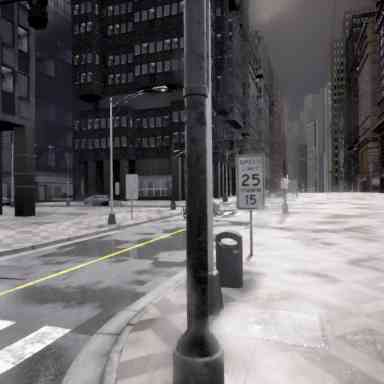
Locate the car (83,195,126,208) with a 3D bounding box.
[{"bbox_3d":[-9.836,1.078,37.403,4.902,1.511,2.128,-1,0,19],"label":"car"}]

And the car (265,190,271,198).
[{"bbox_3d":[14.684,0.429,66.601,2.128,1.511,4.902,-1,1,19],"label":"car"}]

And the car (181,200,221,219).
[{"bbox_3d":[0.767,1.234,25.013,1.895,1.301,4.718,-1,1,18],"label":"car"}]

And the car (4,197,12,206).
[{"bbox_3d":[-27.384,1.339,46.802,4.181,1.385,1.994,-1,0,20],"label":"car"}]

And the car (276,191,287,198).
[{"bbox_3d":[18.089,0.482,66.953,1.895,1.301,4.718,-1,1,19],"label":"car"}]
